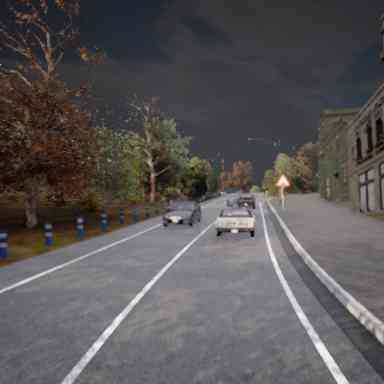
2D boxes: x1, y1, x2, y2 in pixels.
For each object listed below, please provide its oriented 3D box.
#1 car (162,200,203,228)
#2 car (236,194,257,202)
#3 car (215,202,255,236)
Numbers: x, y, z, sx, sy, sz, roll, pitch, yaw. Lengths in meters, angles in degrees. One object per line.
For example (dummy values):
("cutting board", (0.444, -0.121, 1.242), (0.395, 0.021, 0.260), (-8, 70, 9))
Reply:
("car", (-0.496, 1.318, 21.130), (2.128, 1.511, 4.902), (-1, 1, 11))
("car", (5.869, 0.931, 35.839), (1.837, 1.490, 4.892), (0, 2, 11))
("car", (2.375, 1.462, 17.617), (1.895, 1.301, 4.718), (-1, 1, 10))
